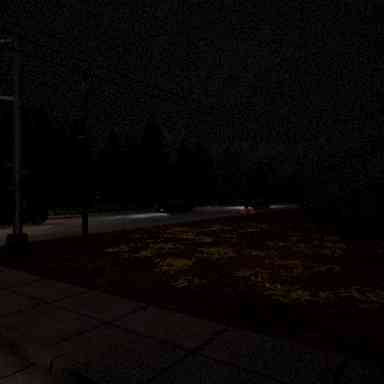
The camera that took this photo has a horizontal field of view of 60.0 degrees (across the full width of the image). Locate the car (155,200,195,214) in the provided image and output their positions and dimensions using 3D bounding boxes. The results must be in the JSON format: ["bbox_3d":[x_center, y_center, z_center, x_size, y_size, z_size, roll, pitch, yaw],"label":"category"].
[{"bbox_3d":[-1.752,1.541,35.409,1.895,1.301,4.718,0,0,37],"label":"car"}]

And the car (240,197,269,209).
[{"bbox_3d":[8.343,1.360,42.830,2.128,1.511,4.902,0,0,37],"label":"car"}]

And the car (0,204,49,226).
[{"bbox_3d":[-11.891,1.532,21.723,1.837,1.490,4.892,0,0,37],"label":"car"}]

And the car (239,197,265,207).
[{"bbox_3d":[8.989,1.448,49.772,1.895,1.301,4.718,0,0,37],"label":"car"}]
